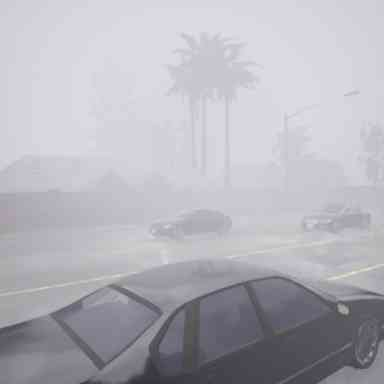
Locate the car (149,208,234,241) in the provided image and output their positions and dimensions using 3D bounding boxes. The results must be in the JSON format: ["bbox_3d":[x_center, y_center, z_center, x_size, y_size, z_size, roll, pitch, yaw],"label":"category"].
[{"bbox_3d":[0.071,1.556,17.008,4.674,1.442,1.812,-1,0,-36],"label":"car"}]

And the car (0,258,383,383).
[{"bbox_3d":[0.341,1.554,3.890,5.357,1.411,2.033,-1,0,-37],"label":"car"}]

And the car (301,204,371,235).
[{"bbox_3d":[8.046,1.434,18.467,4.902,1.511,2.128,-1,0,-36],"label":"car"}]
